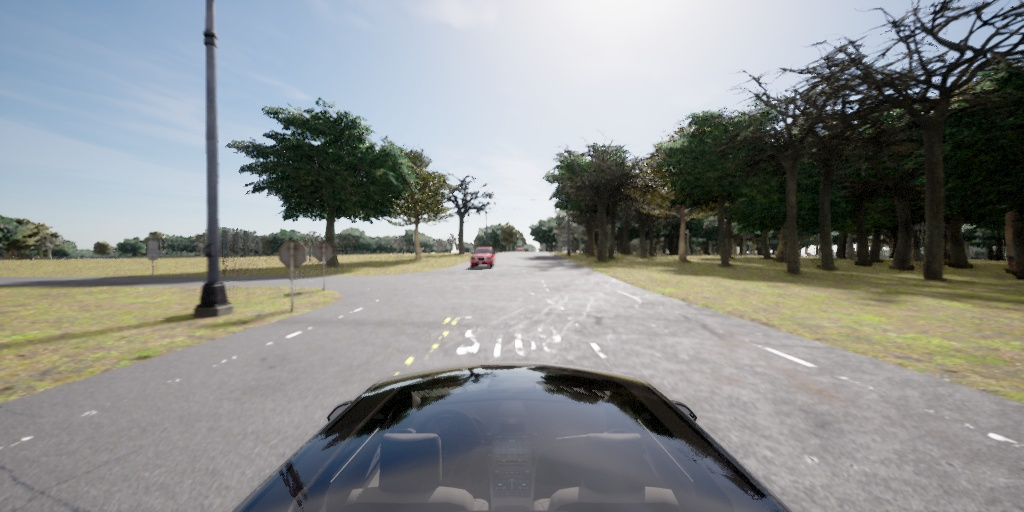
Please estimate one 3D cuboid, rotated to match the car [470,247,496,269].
[{"bbox_3d":[-2.824,0.124,36.025,2.150,2.045,5.566,0,2,2],"label":"car"}]
